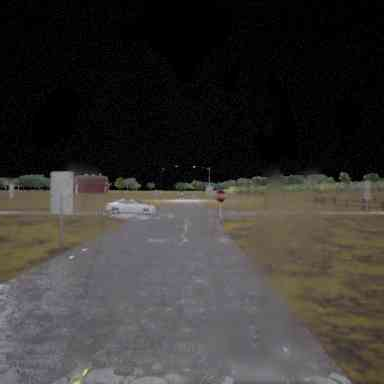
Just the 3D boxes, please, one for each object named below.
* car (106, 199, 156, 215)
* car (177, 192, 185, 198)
[{"bbox_3d":[-5.776,1.408,31.713,4.674,1.442,1.812,2,-1,0],"label":"car"},{"bbox_3d":[-2.740,0.767,83.554,1.994,1.385,4.181,0,0,0],"label":"car"}]
